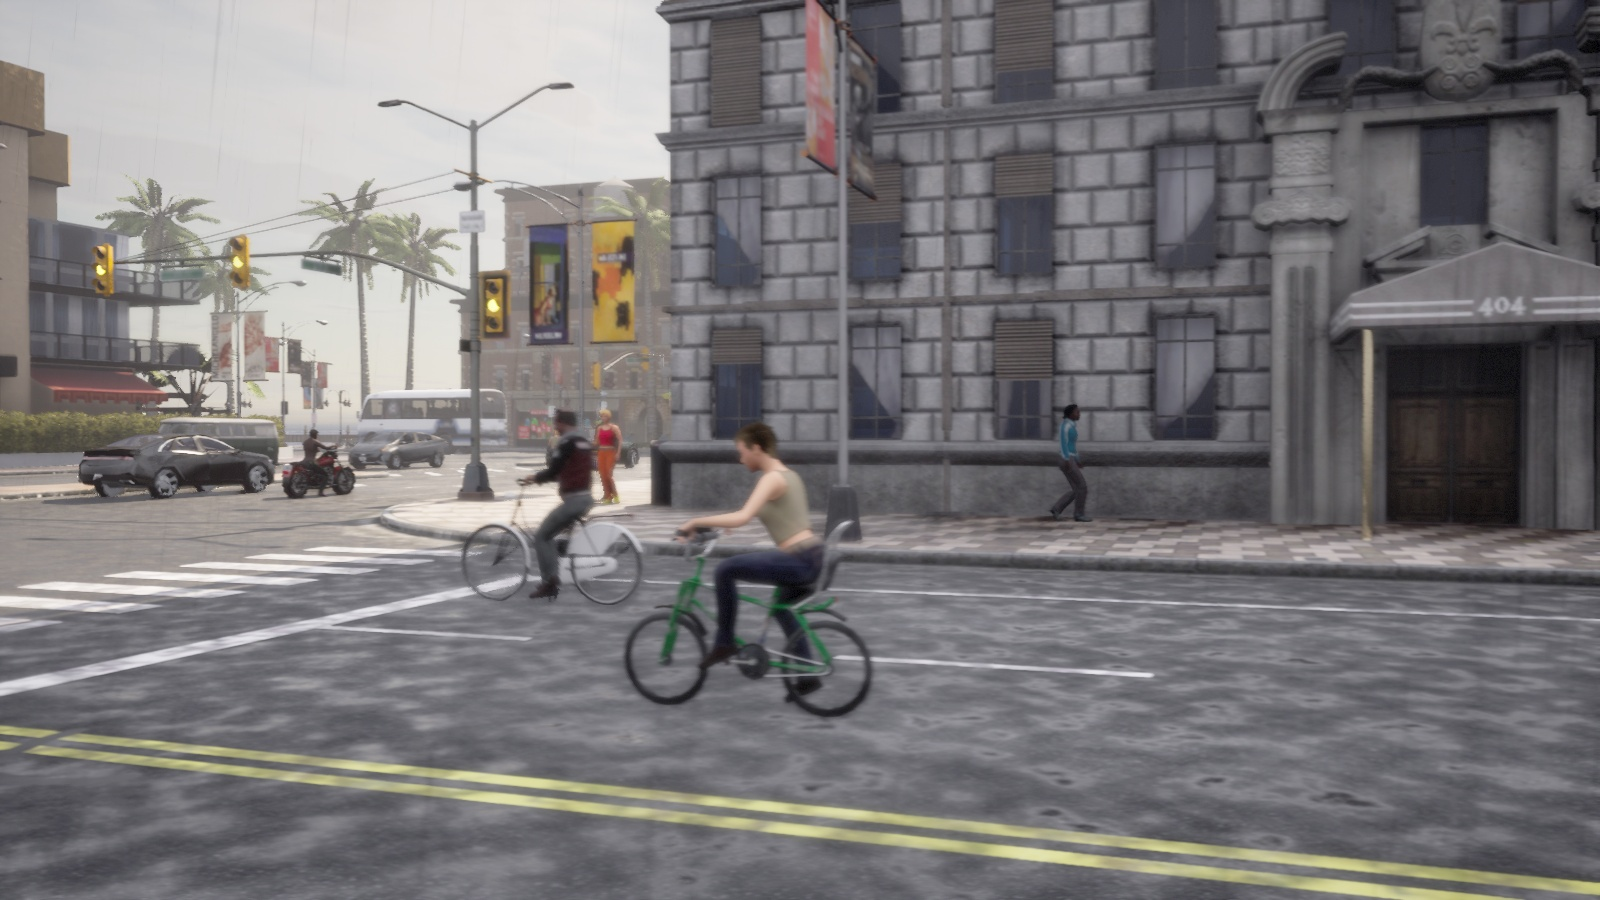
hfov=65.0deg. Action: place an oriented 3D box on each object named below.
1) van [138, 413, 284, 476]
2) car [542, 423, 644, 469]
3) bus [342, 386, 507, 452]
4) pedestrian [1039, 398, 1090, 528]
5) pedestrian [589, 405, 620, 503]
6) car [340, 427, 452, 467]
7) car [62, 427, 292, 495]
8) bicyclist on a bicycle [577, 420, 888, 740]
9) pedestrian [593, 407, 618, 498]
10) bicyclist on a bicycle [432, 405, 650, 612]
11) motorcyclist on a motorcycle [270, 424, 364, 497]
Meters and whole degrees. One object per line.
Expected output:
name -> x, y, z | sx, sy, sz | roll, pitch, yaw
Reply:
van -> -19.457, -0.213, 41.698 | 1.775, 1.987, 4.442 | 1, 1, 19
car -> -8.173, -0.188, 49.968 | 2.097, 1.767, 4.553 | 1, 1, 19
bus -> -25.284, -2.082, 84.561 | 10.273, 4.253, 3.944 | 1, 1, 19
pedestrian -> 3.984, 0.190, 18.916 | 0.692, 1.930, 0.396 | 1, 1, 19
pedestrian -> -3.684, 0.070, 23.678 | 0.345, 1.836, 0.594 | 1, 1, 18
car -> -16.301, -0.159, 50.887 | 2.007, 1.525, 4.514 | 1, 1, 19
car -> -14.889, 0.199, 30.381 | 2.128, 1.511, 4.902 | 1, 1, 19
bicyclist on a bicycle -> -0.356, 0.648, 7.002 | 1.509, 1.612, 0.866 | 1, 1, 19
pedestrian -> -3.924, 0.041, 25.361 | 0.328, 1.805, 0.869 | 0, 1, 4
bicyclist on a bicycle -> -2.346, 0.496, 11.368 | 1.843, 1.776, 0.659 | 0, 1, 19
motorcyclist on a motorcycle -> -11.405, 0.221, 29.750 | 0.766, 1.649, 2.350 | 1, 1, 19
